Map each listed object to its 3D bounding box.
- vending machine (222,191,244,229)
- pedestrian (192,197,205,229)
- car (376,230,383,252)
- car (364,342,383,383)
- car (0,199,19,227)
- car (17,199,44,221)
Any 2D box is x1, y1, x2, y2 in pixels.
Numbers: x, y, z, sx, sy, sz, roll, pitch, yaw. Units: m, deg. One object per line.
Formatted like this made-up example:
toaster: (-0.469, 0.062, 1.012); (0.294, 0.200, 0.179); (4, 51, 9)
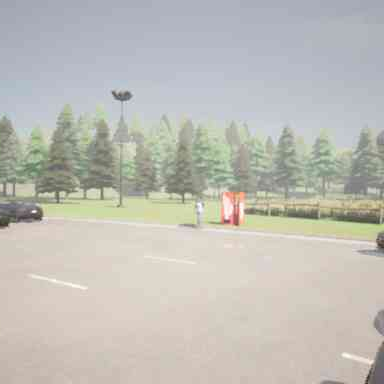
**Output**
vending machine: (2.387, 1.025, 19.442); (0.880, 2.100, 1.100); (1, 1, 30)
pedestrian: (0.427, 1.109, 18.169); (0.375, 1.860, 0.375); (1, 1, 29)
car: (8.548, 1.538, 10.617); (4.674, 1.442, 1.812); (1, 0, 35)
car: (3.675, 1.586, 1.406); (5.357, 1.411, 2.033); (1, 1, 35)
car: (-11.879, 1.206, 17.967); (4.181, 1.385, 1.994); (1, 1, 23)
car: (-11.777, 1.167, 21.714); (4.181, 1.385, 1.994); (1, 1, 23)
